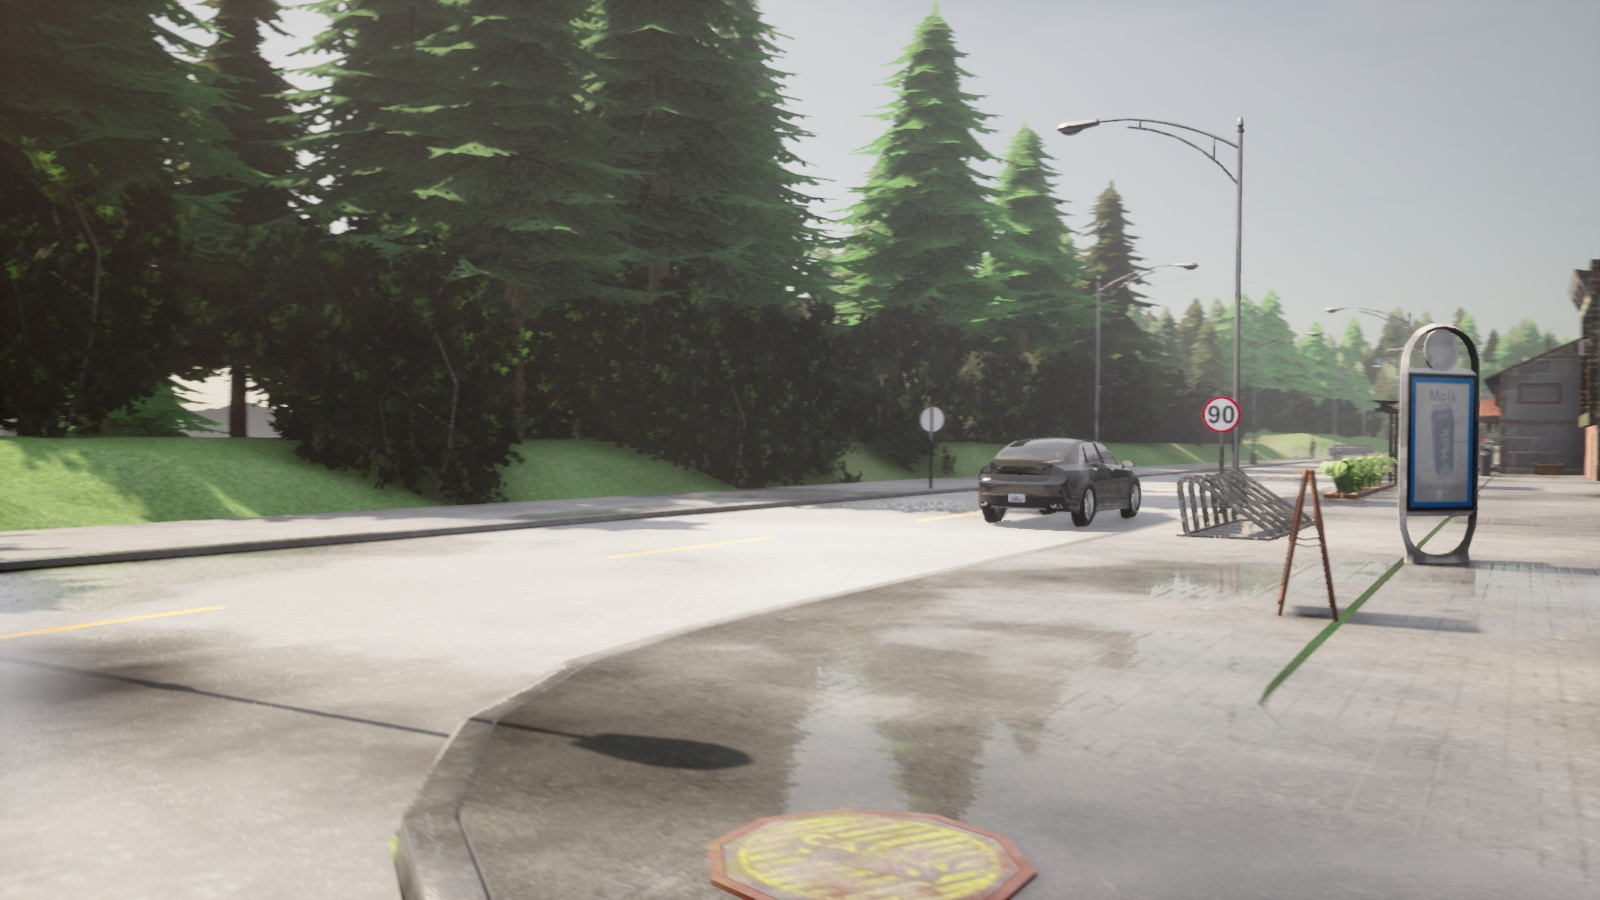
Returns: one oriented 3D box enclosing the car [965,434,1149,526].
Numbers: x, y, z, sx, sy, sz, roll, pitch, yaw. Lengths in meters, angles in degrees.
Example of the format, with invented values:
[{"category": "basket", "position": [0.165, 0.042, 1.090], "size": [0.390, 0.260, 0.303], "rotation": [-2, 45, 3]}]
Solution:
[{"category": "car", "position": [4.815, 0.455, 22.919], "size": [1.837, 1.490, 4.892], "rotation": [0, 1, 30]}]
